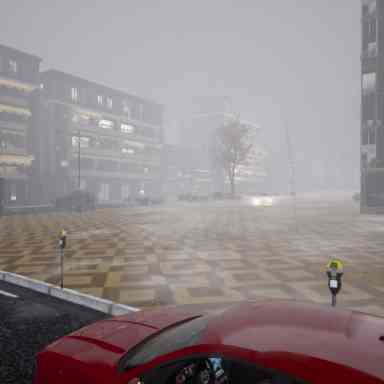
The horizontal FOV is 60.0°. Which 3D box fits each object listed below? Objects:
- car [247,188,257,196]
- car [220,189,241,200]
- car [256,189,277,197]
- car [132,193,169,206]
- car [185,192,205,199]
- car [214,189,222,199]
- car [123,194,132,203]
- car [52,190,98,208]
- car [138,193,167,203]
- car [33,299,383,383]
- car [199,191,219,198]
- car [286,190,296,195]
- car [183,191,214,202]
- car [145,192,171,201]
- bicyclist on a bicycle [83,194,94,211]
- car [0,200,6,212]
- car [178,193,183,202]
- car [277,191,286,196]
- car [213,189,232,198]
[{"bbox_3d":[16.457,-0.023,89.177,2.192,1.841,5.009,2,2,35],"label":"car"},{"bbox_3d":[7.559,0.680,61.670,1.752,1.417,4.829,2,2,35],"label":"car"},{"bbox_3d":[16.989,0.451,75.256,2.008,1.369,4.403,2,2,35],"label":"car"},{"bbox_3d":[-5.240,1.055,43.230,2.008,1.369,4.403,2,2,35],"label":"car"},{"bbox_3d":[0.578,0.656,66.310,1.947,1.339,4.313,2,2,35],"label":"car"},{"bbox_3d":[5.523,0.633,63.474,1.837,1.490,4.892,1,1,35],"label":"car"},{"bbox_3d":[-8.948,0.916,52.584,1.947,1.339,4.313,2,2,35],"label":"car"},{"bbox_3d":[-14.127,0.795,40.596,2.150,2.045,5.566,1,1,35],"label":"car"},{"bbox_3d":[-6.140,0.879,52.071,1.812,1.442,4.674,1,1,35],"label":"car"},{"bbox_3d":[0.603,1.545,2.435,4.507,1.381,1.887,0,0,36],"label":"car"},{"bbox_3d":[3.656,0.532,70.743,1.752,1.417,4.829,2,2,35],"label":"car"},{"bbox_3d":[26.515,0.084,88.977,1.967,1.590,4.097,2,2,35],"label":"car"},{"bbox_3d":[1.111,0.881,52.381,2.008,1.369,4.403,2,2,35],"label":"car"},{"bbox_3d":[-5.773,0.814,57.159,2.008,1.369,4.403,2,2,35],"label":"car"},{"bbox_3d":[-9.819,1.021,31.479,1.656,1.620,0.582,0,1,35],"label":"bicyclist on a bicycle"},{"bbox_3d":[-20.396,1.097,31.552,2.097,1.767,4.553,1,1,37],"label":"car"},{"bbox_3d":[-0.356,0.767,54.916,1.882,1.535,5.008,1,1,35],"label":"car"},{"bbox_3d":[20.163,0.365,79.830,2.008,1.369,4.403,2,2,35],"label":"car"},{"bbox_3d":[6.932,0.234,75.453,2.192,1.841,5.009,2,2,35],"label":"car"}]
